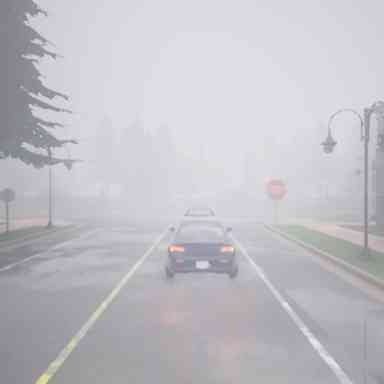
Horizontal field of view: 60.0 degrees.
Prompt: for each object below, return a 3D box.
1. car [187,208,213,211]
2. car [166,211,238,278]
[{"bbox_3d":[0.448,1.548,19.068,1.895,1.301,4.718,0,0,2],"label":"car"},{"bbox_3d":[0.261,1.498,9.888,1.812,1.442,4.674,0,0,1],"label":"car"}]
